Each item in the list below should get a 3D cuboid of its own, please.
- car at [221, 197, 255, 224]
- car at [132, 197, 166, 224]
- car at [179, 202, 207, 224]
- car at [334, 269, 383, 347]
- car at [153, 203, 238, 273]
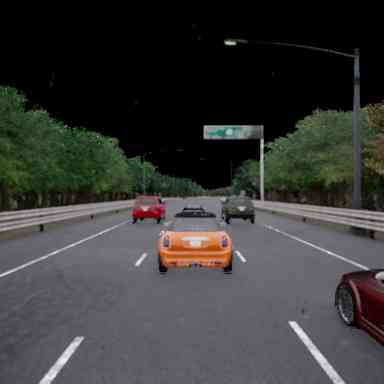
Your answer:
[{"bbox_3d":[3.609,1.390,26.721,2.150,2.045,5.566,0,0,0],"label":"car"},{"bbox_3d":[-3.383,1.391,26.865,2.150,2.045,5.566,0,0,0],"label":"car"},{"bbox_3d":[0.109,1.667,27.689,2.128,1.511,4.902,0,0,0],"label":"car"},{"bbox_3d":[3.584,1.591,4.398,1.994,1.385,4.181,0,0,0],"label":"car"},{"bbox_3d":[0.100,1.419,11.065,2.097,1.767,4.553,0,0,0],"label":"car"}]
